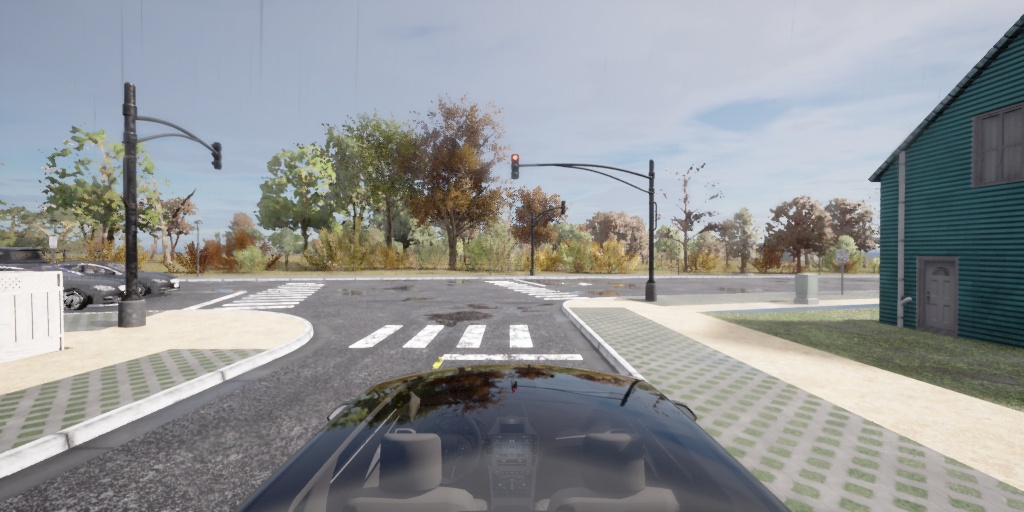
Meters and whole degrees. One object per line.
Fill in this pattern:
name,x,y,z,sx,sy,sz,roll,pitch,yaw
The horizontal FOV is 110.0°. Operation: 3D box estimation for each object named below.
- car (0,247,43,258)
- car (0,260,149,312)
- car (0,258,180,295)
car,-24.466,0.590,15.667,5.566,2.045,2.150,1,0,-23
car,-15.956,1.017,11.887,4.902,1.511,2.128,1,0,-22
car,-17.111,0.988,14.937,4.902,1.511,2.128,1,0,-22
